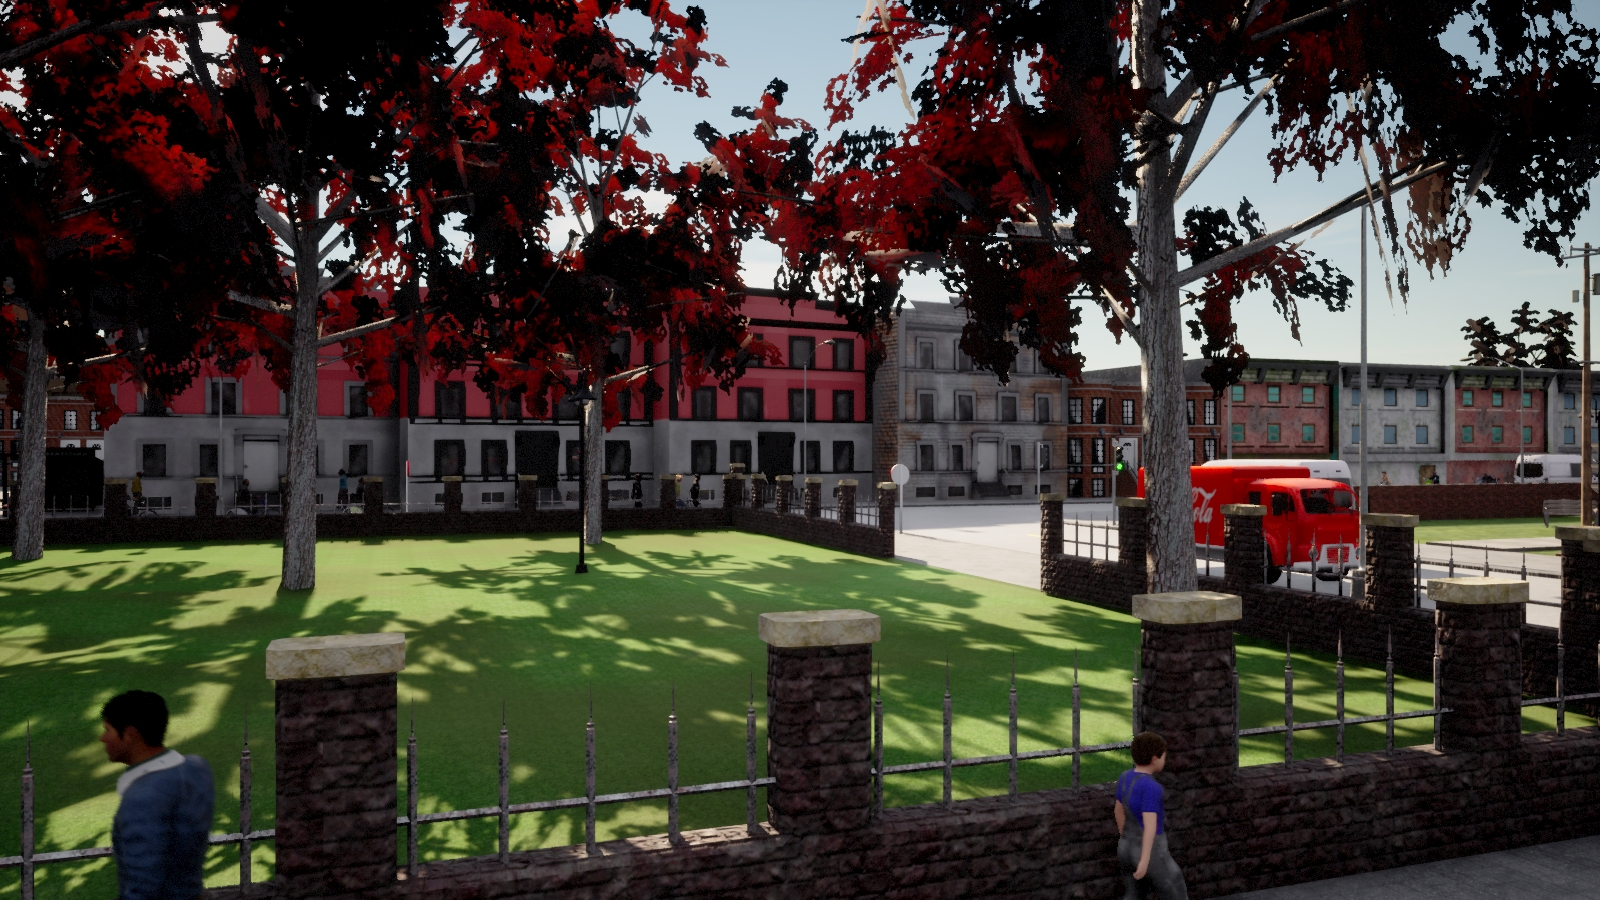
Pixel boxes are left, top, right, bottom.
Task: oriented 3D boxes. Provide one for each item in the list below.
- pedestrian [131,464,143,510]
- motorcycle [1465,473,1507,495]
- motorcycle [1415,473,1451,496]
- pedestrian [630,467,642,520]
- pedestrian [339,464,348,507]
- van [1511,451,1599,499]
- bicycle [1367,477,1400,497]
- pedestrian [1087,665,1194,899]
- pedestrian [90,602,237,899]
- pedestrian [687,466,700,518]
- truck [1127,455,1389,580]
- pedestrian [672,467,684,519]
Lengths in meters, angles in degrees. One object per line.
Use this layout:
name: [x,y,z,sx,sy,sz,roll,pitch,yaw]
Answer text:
pedestrian: [-27.065,1.524,46.636,0.375,1.860,0.375,0,0,-23]
motorcycle: [39.853,1.985,66.375,2.209,1.251,0.867,0,0,-20]
motorcycle: [36.002,1.962,64.979,1.805,1.236,0.856,0,0,-20]
pedestrian: [-5.793,1.525,40.420,0.375,1.860,0.375,0,0,-18]
pedestrian: [-19.911,1.522,49.822,0.375,1.860,0.375,0,0,-20]
van: [42.289,1.314,63.005,5.915,2.561,1.988,0,0,-20]
bicycle: [32.543,2.036,63.766,1.487,1.080,0.859,0,0,-20]
pedestrian: [1.753,1.806,5.899,0.375,1.300,0.375,0,0,-20]
pedestrian: [-2.357,1.526,4.258,0.375,1.860,0.375,0,0,-10]
pedestrian: [-3.855,1.526,41.360,0.375,1.860,0.375,0,0,-20]
truck: [9.965,1.356,25.438,2.627,2.467,5.204,0,-1,-20]
pedestrian: [-4.368,1.524,40.879,0.375,1.860,0.375,0,0,-18]
